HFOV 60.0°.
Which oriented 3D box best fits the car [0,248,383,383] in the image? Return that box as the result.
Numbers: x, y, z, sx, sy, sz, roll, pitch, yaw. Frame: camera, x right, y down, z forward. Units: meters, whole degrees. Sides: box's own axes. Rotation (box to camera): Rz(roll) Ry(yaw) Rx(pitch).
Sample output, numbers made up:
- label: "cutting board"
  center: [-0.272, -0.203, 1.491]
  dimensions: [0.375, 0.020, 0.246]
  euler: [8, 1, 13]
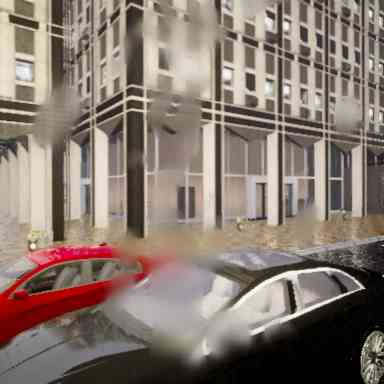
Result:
- label: "car"
  center: [0.395, 1.476, 3.659]
  dimensions: [4.902, 1.511, 2.128]
  euler: [0, 0, -35]

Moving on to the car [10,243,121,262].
- label: "car"
  center: [-2.069, 1.538, 5.083]
  dimensions: [4.507, 1.381, 1.887]
  euler: [0, 0, -35]
